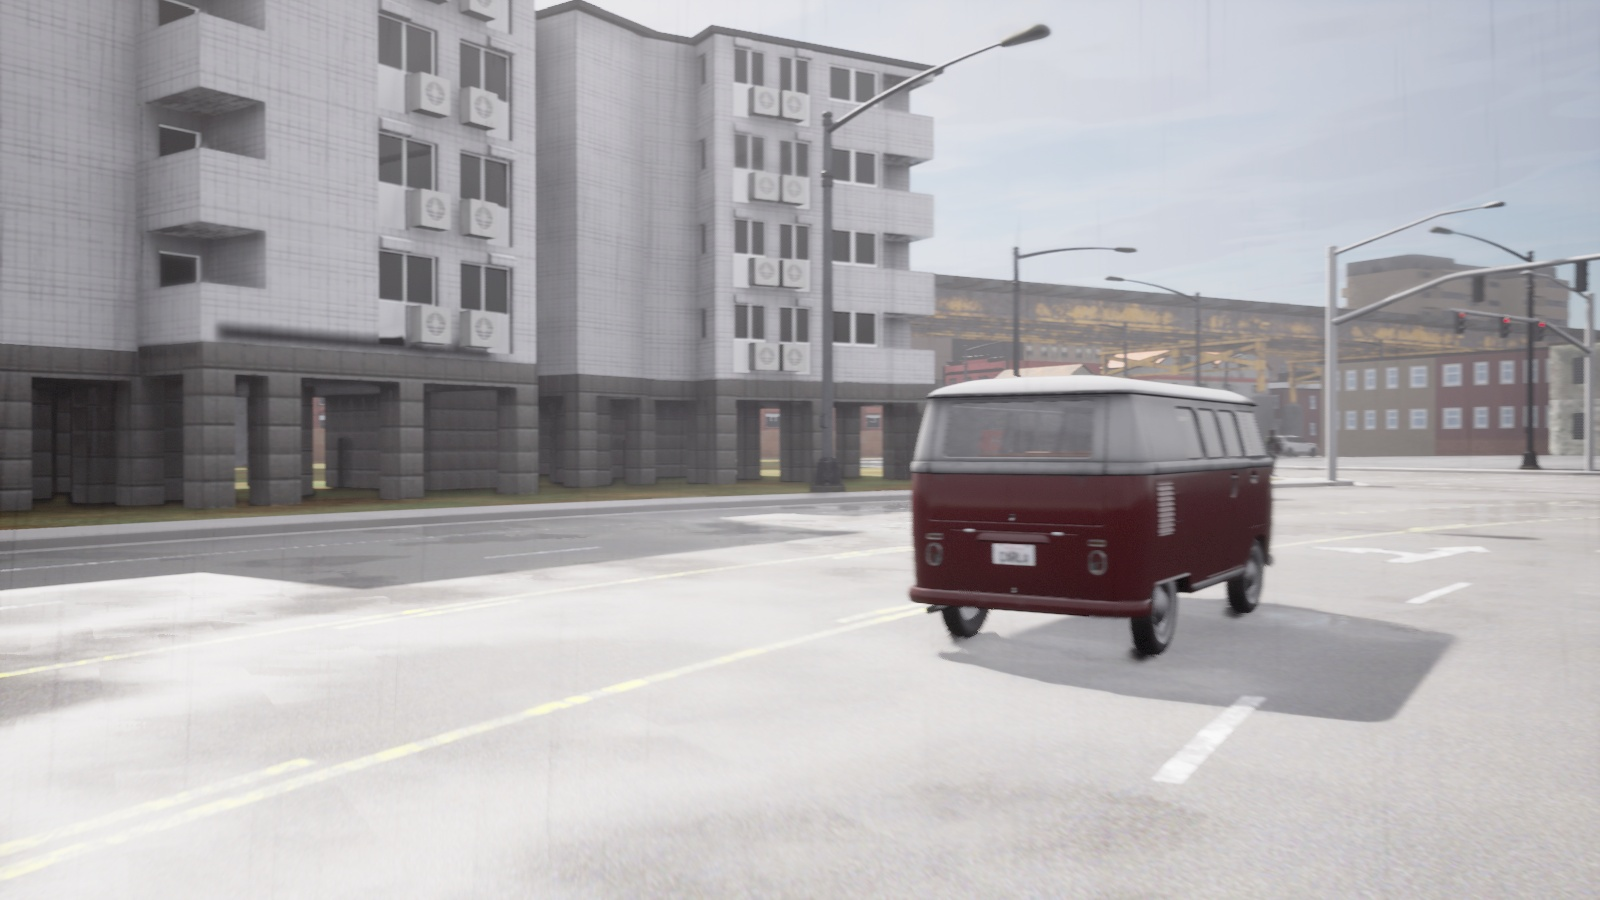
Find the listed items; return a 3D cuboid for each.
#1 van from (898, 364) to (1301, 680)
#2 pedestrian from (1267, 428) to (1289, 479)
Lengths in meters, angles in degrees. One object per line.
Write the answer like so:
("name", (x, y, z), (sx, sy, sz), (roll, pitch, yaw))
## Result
("van", (2.659, 0.438, 10.230), (1.775, 1.987, 4.442), (0, 0, 33))
("pedestrian", (17.976, 0.125, 47.231), (0.395, 1.930, 0.692), (0, 0, -32))
